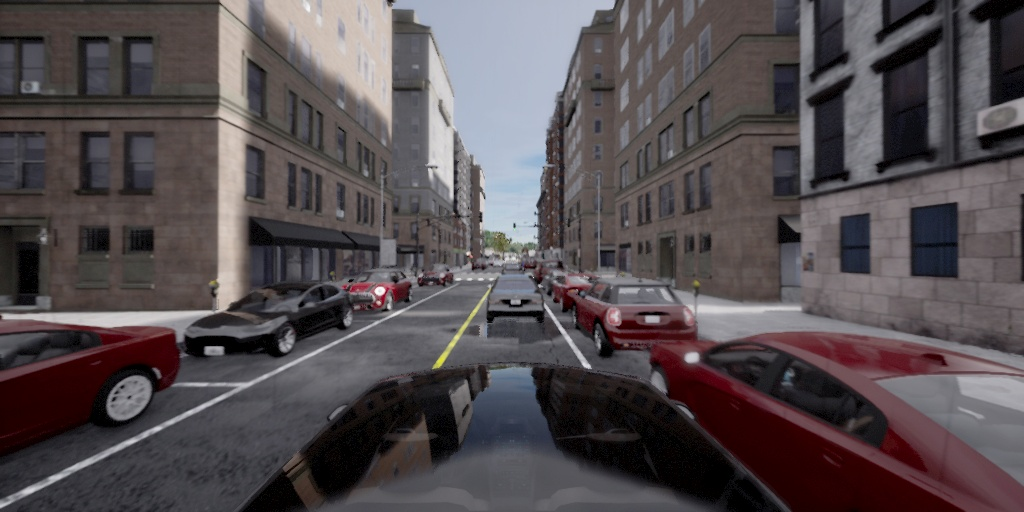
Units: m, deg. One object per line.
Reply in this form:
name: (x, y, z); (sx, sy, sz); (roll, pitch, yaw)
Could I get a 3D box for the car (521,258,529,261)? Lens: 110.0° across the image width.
car: (2.708, 1.313, 52.768); (2.192, 1.841, 5.009); (0, 0, 0)

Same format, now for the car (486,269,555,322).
car: (0.103, 1.351, 12.578); (2.033, 1.411, 5.357); (0, 0, 0)

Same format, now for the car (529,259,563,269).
car: (2.641, 1.182, 25.712); (2.192, 1.841, 5.009); (0, 0, 0)

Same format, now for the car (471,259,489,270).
car: (-5.410, 1.340, 58.271); (2.192, 1.841, 5.009); (0, 0, 0)

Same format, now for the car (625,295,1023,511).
car: (2.638, 1.301, 2.983); (1.888, 1.381, 4.507); (0, 0, 0)

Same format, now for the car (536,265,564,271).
car: (2.640, 1.390, 20.030); (2.007, 1.370, 4.403); (0, 0, 0)

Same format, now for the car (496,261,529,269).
car: (0.007, 1.378, 29.539); (2.128, 1.511, 4.902); (0, 0, -1)

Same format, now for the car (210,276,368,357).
car: (-5.386, 1.350, 8.666); (1.948, 1.339, 4.313); (0, 0, 0)

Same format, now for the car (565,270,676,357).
car: (2.639, 1.224, 8.665); (1.967, 1.591, 4.097); (0, 0, 0)

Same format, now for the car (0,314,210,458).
car: (-5.387, 1.302, 2.984); (1.888, 1.381, 4.507); (0, 0, 0)

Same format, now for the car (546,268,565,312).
car: (2.640, 1.357, 14.348); (1.888, 1.381, 4.507); (0, 0, 0)

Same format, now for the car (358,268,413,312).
car: (-5.385, 1.252, 14.348); (1.967, 1.591, 4.097); (0, 0, 0)

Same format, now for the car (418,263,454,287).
car: (-5.384, 1.308, 25.712); (1.967, 1.591, 4.097); (0, 0, 0)
